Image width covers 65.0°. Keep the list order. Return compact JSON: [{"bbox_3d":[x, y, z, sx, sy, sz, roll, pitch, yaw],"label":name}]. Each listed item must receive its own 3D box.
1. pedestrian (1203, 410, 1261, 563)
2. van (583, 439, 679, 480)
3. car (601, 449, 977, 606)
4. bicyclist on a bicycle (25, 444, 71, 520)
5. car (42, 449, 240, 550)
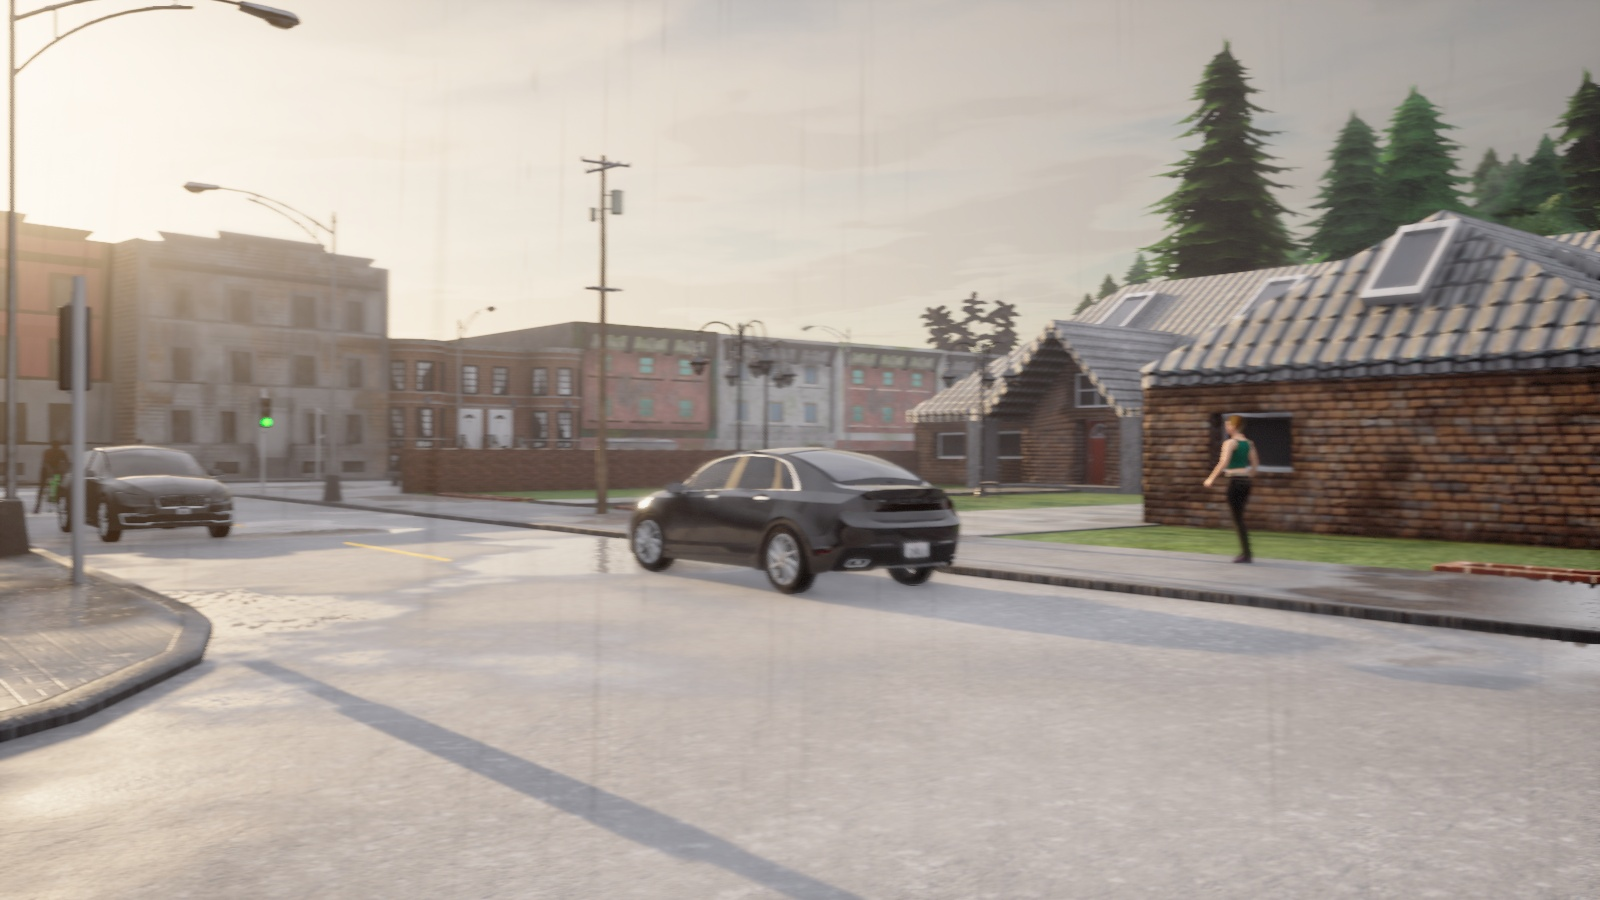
[{"bbox_3d":[5.315,0.442,15.455,0.345,1.836,0.594,0,0,-32],"label":"pedestrian"},{"bbox_3d":[-8.319,0.456,62.050,4.442,1.987,1.775,0,0,-40],"label":"van"},{"bbox_3d":[-0.341,0.738,14.451,1.837,1.490,4.892,0,0,-36],"label":"car"},{"bbox_3d":[-16.469,0.679,27.499,0.582,1.620,1.656,0,0,-41],"label":"bicyclist on a bicycle"},{"bbox_3d":[-11.177,0.735,21.109,1.837,1.490,4.892,0,0,-41],"label":"car"}]
